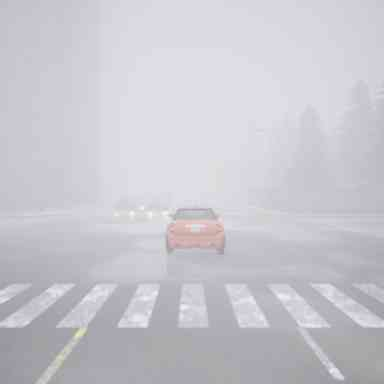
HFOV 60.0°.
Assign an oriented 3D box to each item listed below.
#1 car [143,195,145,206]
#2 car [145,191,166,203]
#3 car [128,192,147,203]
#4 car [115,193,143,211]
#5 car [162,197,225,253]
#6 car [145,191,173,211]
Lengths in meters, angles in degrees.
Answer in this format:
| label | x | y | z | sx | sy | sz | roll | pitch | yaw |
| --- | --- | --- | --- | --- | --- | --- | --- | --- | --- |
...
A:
| label | x | y | z | sx | sy | sz | roll | pitch | yaw |
| --- | --- | --- | --- | --- | --- | --- | --- | --- | --- |
| car | -7.240 | 1.238 | 45.528 | 1.994 | 1.385 | 4.181 | 0 | 0 | -3 |
| car | -6.667 | 0.793 | 60.130 | 2.150 | 2.045 | 5.566 | 0 | 0 | -24 |
| car | -9.400 | 0.942 | 57.349 | 2.097 | 1.767 | 4.553 | 0 | 0 | -24 |
| car | -7.066 | 1.088 | 36.887 | 2.097 | 1.767 | 4.553 | 0 | 0 | 0 |
| car | 0.117 | 1.279 | 13.427 | 2.097 | 1.767 | 4.553 | 0 | 1 | 0 |
| car | -3.565 | 1.089 | 36.754 | 2.097 | 1.767 | 4.553 | 0 | 0 | -1 |
